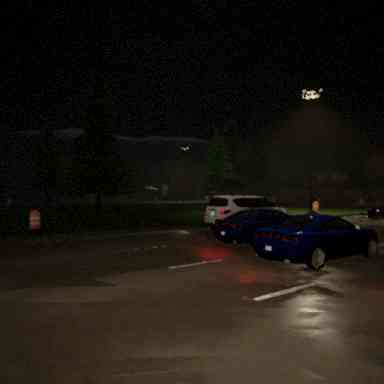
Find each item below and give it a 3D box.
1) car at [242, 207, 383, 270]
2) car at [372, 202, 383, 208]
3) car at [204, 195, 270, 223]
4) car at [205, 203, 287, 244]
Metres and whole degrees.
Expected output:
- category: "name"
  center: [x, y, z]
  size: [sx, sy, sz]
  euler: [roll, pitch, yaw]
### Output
- category: "car"
  center: [4.250, 1.466, 11.071]
  size: [5.008, 1.535, 1.882]
  euler: [0, 0, -35]
- category: "car"
  center: [17.082, 1.528, 28.767]
  size: [4.181, 1.385, 1.994]
  euler: [0, 0, -35]
- category: "car"
  center: [3.289, 1.206, 19.156]
  size: [5.566, 2.045, 2.150]
  euler: [0, 0, -35]
- category: "car"
  center: [3.263, 1.466, 14.648]
  size: [5.008, 1.535, 1.882]
  euler: [0, 0, -35]
